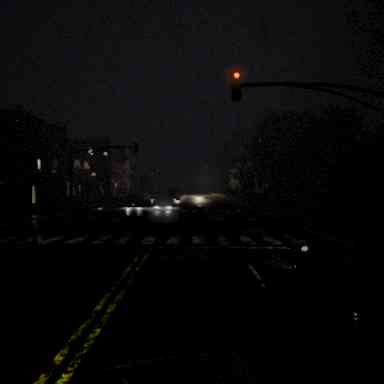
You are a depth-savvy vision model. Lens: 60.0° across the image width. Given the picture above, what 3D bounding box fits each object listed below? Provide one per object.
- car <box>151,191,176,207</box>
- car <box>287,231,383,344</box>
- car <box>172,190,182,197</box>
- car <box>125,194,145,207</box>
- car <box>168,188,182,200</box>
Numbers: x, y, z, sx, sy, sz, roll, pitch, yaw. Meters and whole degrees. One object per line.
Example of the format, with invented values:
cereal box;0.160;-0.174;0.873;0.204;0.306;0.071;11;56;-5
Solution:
car;-3.290;0.958;38.946;1.994;1.385;4.181;0;1;0
car;3.363;1.450;6.167;2.033;1.411;5.357;0;1;0
car;-3.233;0.339;72.877;1.882;1.535;5.008;0;1;0
car;-6.567;0.941;39.059;2.033;1.411;5.357;0;1;-3
car;-3.266;0.339;57.205;2.150;2.045;5.566;0;1;1
